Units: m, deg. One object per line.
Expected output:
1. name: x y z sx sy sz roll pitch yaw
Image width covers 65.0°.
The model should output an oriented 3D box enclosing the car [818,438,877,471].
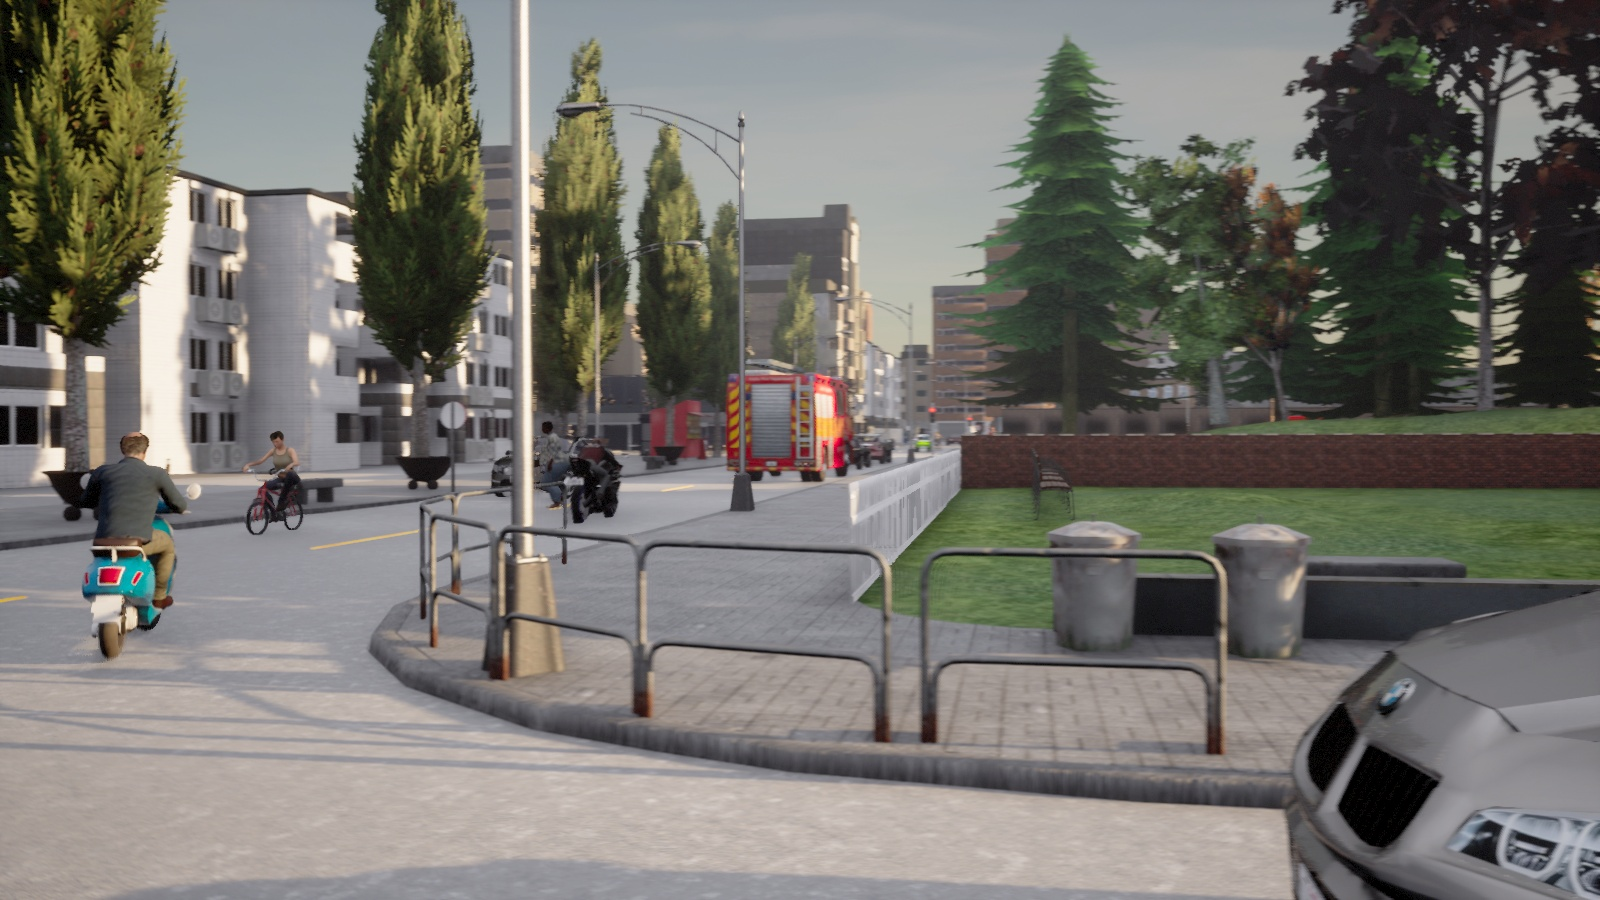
1. car: 2.090 0.163 53.856 1.895 1.301 4.718 0 1 10

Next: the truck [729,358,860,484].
1. truck: 0.003 -0.948 42.477 2.891 3.827 8.468 0 1 10

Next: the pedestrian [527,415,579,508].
1. pedestrian: -5.011 0.230 25.527 0.900 1.855 0.874 0 1 -1

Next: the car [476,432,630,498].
1. car: -6.079 0.301 31.576 2.128 1.511 4.902 0 1 10

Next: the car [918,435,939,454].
1. car: 9.751 -0.441 95.173 1.481 1.376 2.207 0 1 8

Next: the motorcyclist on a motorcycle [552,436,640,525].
1. motorcyclist on a motorcycle: -3.651 0.518 22.725 0.866 1.530 2.191 0 1 11

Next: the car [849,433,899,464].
1. car: 3.737 -0.095 62.948 1.970 1.475 3.806 0 1 11

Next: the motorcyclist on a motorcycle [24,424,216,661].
1. motorcyclist on a motorcycle: -5.032 0.623 9.432 0.866 1.590 1.817 2 0 -17

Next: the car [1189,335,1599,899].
1. car: 3.405 0.647 2.778 4.611 1.667 2.242 0 1 10

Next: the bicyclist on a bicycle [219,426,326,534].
1. bicyclist on a bicycle: -8.263 0.441 19.745 0.866 1.612 1.509 0 1 10
